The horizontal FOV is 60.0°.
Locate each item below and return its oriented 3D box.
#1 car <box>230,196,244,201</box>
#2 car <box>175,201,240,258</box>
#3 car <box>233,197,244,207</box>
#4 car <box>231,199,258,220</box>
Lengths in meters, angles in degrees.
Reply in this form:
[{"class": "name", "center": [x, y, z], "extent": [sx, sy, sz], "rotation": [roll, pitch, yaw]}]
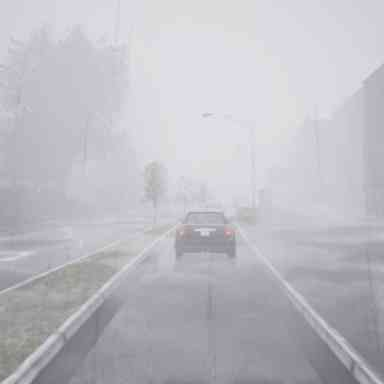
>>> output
[{"class": "car", "center": [8.885, 1.845, 63.106], "extent": [2.435, 2.045, 5.566], "rotation": [0, -1, 7]}, {"class": "car", "center": [0.550, 1.421, 13.193], "extent": [2.097, 1.767, 4.553], "rotation": [0, 0, 3]}, {"class": "car", "center": [9.547, 2.027, 68.550], "extent": [2.185, 1.767, 4.553], "rotation": [0, -1, 7]}, {"class": "car", "center": [5.535, 1.826, 35.582], "extent": [2.163, 1.488, 4.792], "rotation": [0, -1, 7]}]
